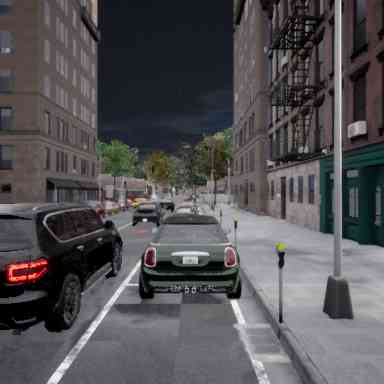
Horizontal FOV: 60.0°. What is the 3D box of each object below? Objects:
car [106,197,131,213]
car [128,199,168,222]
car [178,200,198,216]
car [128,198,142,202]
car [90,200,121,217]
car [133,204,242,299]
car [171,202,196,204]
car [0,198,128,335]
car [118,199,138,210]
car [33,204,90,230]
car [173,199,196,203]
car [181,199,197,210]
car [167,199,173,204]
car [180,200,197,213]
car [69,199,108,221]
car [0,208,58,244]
[{"bbox_3d":[-8.408,1.454,38.426,1.967,1.590,4.097,0,0,0],"label":"car"},{"bbox_3d":[-2.950,1.509,23.337,1.837,1.490,4.892,0,0,0],"label":"car"},{"bbox_3d":[-0.383,1.554,32.910,1.887,1.381,4.507,0,0,0],"label":"car"},{"bbox_3d":[-5.848,1.491,38.186,1.882,1.535,5.008,0,0,0],"label":"car"},{"bbox_3d":[-8.408,1.535,32.737,1.752,1.417,4.829,0,0,0],"label":"car"},{"bbox_3d":[-0.032,1.353,8.620,2.097,1.767,4.553,0,0,0],"label":"car"},{"bbox_3d":[-0.383,1.584,21.873,1.802,1.307,4.206,0,0,0],"label":"car"},{"bbox_3d":[-3.020,1.223,6.964,2.150,2.045,5.566,0,0,0],"label":"car"},{"bbox_3d":[-8.408,1.600,43.945,1.802,1.307,4.206,0,0,0],"label":"car"},{"bbox_3d":[-8.408,1.553,21.869,2.008,1.369,4.403,0,0,0],"label":"car"},{"bbox_3d":[-0.383,1.531,27.562,1.752,1.417,4.829,0,0,0],"label":"car"},{"bbox_3d":[-0.383,1.584,43.946,1.947,1.339,4.313,0,0,0],"label":"car"},{"bbox_3d":[-2.947,1.492,38.638,1.882,1.535,5.008,0,0,0],"label":"car"},{"bbox_3d":[-0.383,1.596,38.428,1.802,1.307,4.206,0,0,0],"label":"car"},{"bbox_3d":[-8.408,1.446,27.388,1.967,1.590,4.097,0,0,0],"label":"car"},{"bbox_3d":[-8.408,1.567,16.351,1.947,1.339,4.313,0,0,0],"label":"car"}]
